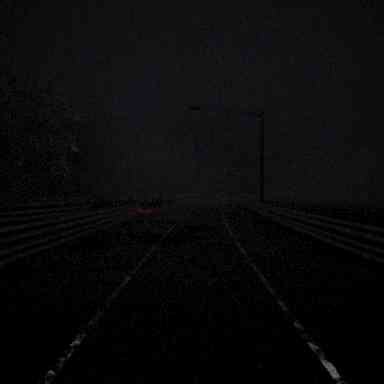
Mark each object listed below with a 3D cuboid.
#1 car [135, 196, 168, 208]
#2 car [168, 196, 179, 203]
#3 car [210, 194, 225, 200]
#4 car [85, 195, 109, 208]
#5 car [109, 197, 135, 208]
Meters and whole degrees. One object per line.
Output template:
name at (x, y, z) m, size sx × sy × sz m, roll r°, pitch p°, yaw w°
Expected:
car at (-5.167, 1.306, 43.492) m, size 2.128 × 1.511 × 4.902 m, roll 0°, pitch 0°, yaw 12°
car at (-3.959, 1.420, 64.192) m, size 1.994 × 1.385 × 4.181 m, roll 0°, pitch 0°, yaw 14°
car at (7.191, 1.467, 92.565) m, size 1.994 × 1.385 × 4.181 m, roll 0°, pitch 0°, yaw 16°
car at (-12.238, 1.167, 43.917) m, size 2.097 × 1.767 × 4.553 m, roll 0°, pitch 0°, yaw 12°
car at (-8.687, 1.341, 43.725) m, size 1.812 × 1.442 × 4.674 m, roll 0°, pitch 0°, yaw 12°
